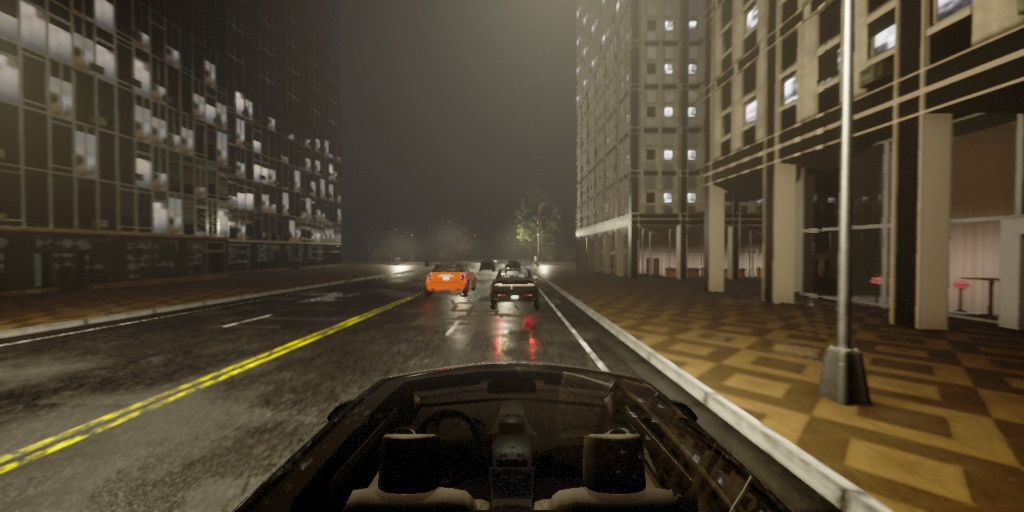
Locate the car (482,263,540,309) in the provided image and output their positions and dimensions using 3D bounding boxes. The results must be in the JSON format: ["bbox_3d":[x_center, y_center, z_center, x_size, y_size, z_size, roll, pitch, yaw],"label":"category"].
[{"bbox_3d":[0.100,1.232,14.981,2.128,1.511,4.902,0,0,0],"label":"car"}]

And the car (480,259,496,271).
[{"bbox_3d":[-3.154,1.183,47.071,1.882,1.535,5.008,0,0,0],"label":"car"}]

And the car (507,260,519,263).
[{"bbox_3d":[0.098,1.219,41.036,1.837,1.490,4.892,0,0,0],"label":"car"}]

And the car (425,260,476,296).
[{"bbox_3d":[-3.151,1.089,19.235,2.097,1.767,4.553,0,0,0],"label":"car"}]
